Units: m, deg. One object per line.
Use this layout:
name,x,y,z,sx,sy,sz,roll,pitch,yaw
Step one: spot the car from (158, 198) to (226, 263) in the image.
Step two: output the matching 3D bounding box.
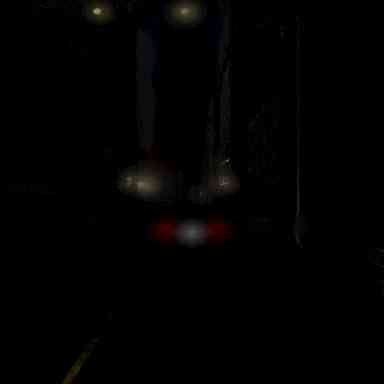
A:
car,0.005,1.337,12.564,2.150,2.045,5.566,0,0,0

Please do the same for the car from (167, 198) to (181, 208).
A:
car,-3.082,1.895,58.442,2.097,1.767,4.553,0,-1,0

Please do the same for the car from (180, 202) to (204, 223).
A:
car,0.020,1.743,29.280,1.882,1.535,5.008,0,0,1
